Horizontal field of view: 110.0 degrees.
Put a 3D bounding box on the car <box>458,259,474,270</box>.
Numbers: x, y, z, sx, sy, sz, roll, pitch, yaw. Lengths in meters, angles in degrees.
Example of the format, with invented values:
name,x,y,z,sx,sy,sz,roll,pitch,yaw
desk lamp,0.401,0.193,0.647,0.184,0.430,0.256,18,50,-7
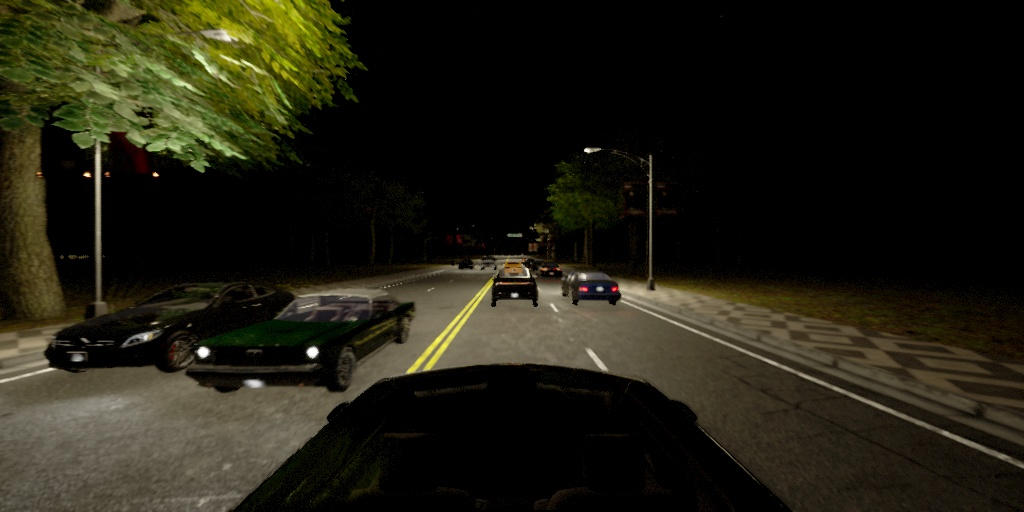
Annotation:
name,x,y,z,sx,sy,sz,roll,pitch,yaw
car,-6.535,1.243,51.568,1.882,1.535,5.008,0,0,1

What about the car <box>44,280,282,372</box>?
name,x,y,z,sx,sy,sz,roll,pitch,yaw
car,-6.606,1.277,7.784,1.812,1.442,4.674,0,0,0

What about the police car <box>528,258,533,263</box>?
name,x,y,z,sx,sy,sz,roll,pitch,yaw
police car,3.266,1.192,42.949,1.930,1.638,5.238,0,0,0

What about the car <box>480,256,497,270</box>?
name,x,y,z,sx,sy,sz,roll,pitch,yaw
car,-3.283,0.985,51.487,2.150,2.045,5.566,0,0,1

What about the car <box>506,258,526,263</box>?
name,x,y,z,sx,sy,sz,roll,pitch,yaw
car,0.113,1.241,36.256,1.882,1.535,5.008,0,0,0

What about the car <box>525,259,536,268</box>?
name,x,y,z,sx,sy,sz,roll,pitch,yaw
car,3.274,1.256,64.838,1.837,1.490,4.892,0,0,0

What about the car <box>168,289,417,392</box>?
name,x,y,z,sx,sy,sz,roll,pitch,yaw
car,-3.348,1.352,6.867,1.895,1.301,4.718,0,0,0

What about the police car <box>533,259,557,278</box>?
name,x,y,z,sx,sy,sz,roll,pitch,yaw
police car,3.261,1.267,31.839,2.038,1.542,4.974,0,0,0

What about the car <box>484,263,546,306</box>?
name,x,y,z,sx,sy,sz,roll,pitch,yaw
car,0.104,1.245,15.785,2.128,1.511,4.902,0,0,0

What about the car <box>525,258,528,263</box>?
name,x,y,z,sx,sy,sz,roll,pitch,yaw
car,3.270,1.290,53.838,1.812,1.442,4.674,0,0,0

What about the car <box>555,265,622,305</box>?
name,x,y,z,sx,sy,sz,roll,pitch,yaw
car,3.351,1.301,16.085,2.033,1.411,5.357,0,0,1
